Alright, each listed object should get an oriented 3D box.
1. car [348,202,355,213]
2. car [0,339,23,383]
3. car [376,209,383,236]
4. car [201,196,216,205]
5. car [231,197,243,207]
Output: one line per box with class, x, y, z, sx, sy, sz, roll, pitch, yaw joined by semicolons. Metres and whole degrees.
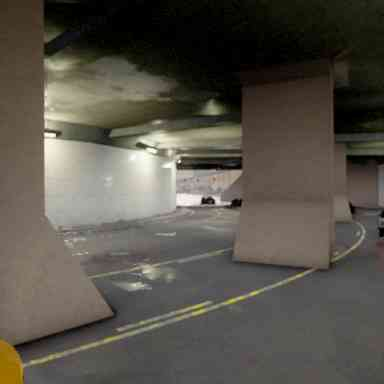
car;14.894;1.412;33.958;1.994;1.385;4.181;0;0;4
car;-3.513;1.491;1.476;5.008;1.535;1.882;0;0;-35
car;10.655;1.510;17.222;1.895;1.301;4.718;0;0;27
car;2.541;1.353;53.024;2.128;1.511;4.902;0;0;-7
car;6.826;1.419;46.907;1.994;1.385;4.181;0;0;-7
